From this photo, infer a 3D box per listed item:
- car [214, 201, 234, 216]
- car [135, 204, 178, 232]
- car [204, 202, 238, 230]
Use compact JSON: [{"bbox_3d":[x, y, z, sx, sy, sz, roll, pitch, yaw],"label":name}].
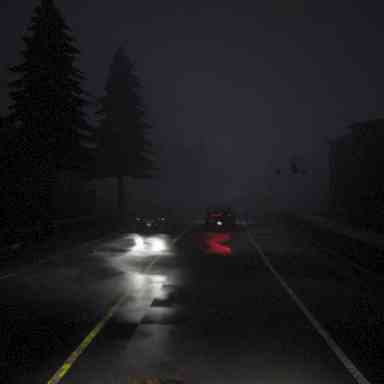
[{"bbox_3d":[3.264,1.607,33.222,1.895,1.301,4.718,0,0,7],"label":"car"},{"bbox_3d":[-2.027,1.487,20.306,2.128,1.511,4.902,0,0,7],"label":"car"},{"bbox_3d":[1.826,1.509,21.276,1.837,1.490,4.892,0,0,6],"label":"car"}]
